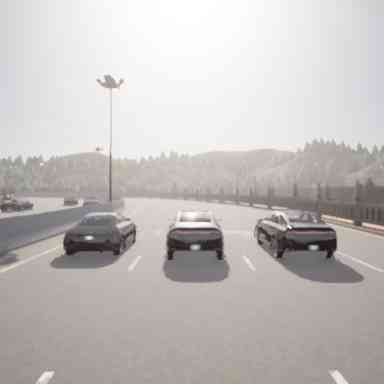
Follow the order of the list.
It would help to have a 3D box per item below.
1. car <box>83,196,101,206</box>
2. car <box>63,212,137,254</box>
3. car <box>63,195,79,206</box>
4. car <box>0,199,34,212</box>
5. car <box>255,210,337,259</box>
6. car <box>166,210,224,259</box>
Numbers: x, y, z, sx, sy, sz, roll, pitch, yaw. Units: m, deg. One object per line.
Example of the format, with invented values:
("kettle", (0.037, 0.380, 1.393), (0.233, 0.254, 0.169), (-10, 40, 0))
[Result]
("car", (-12.353, 1.235, 41.338), (1.837, 1.490, 4.892), (0, 1, -11))
("car", (-3.401, 1.479, 13.005), (1.994, 1.385, 4.181), (0, 0, 0))
("car", (-17.634, 1.161, 48.671), (1.882, 1.535, 5.008), (0, 0, -16))
("car", (-18.423, 1.372, 35.212), (1.895, 1.301, 4.718), (0, 0, -8))
("car", (3.599, 1.411, 12.249), (2.128, 1.511, 4.902), (0, 0, 0))
("car", (0.100, 1.411, 12.280), (2.128, 1.511, 4.902), (0, 0, 0))
